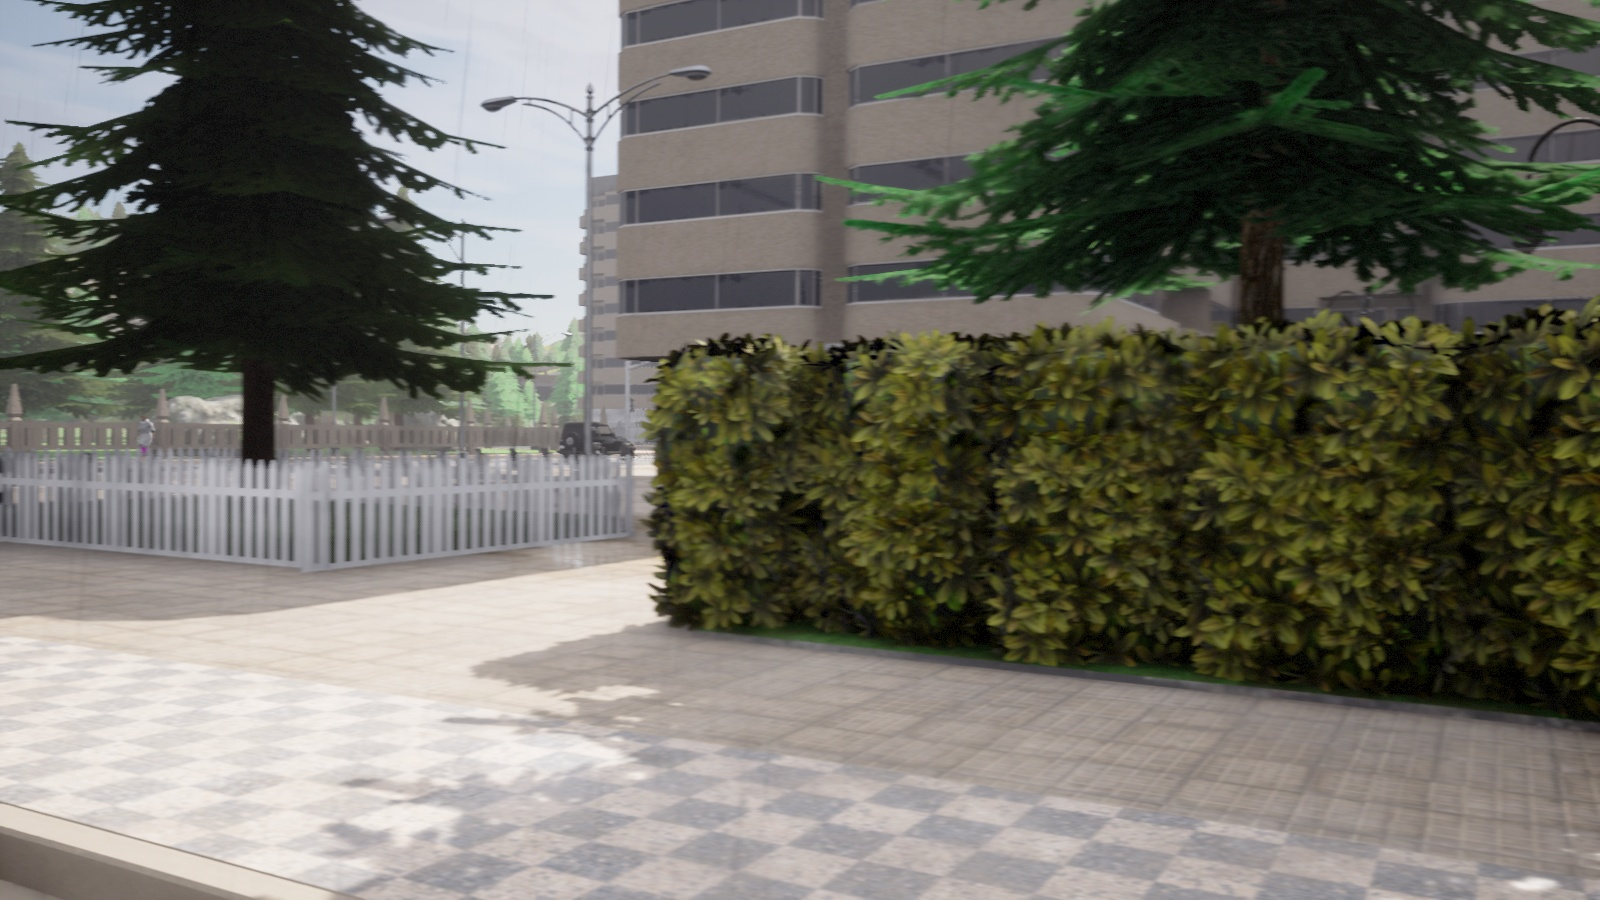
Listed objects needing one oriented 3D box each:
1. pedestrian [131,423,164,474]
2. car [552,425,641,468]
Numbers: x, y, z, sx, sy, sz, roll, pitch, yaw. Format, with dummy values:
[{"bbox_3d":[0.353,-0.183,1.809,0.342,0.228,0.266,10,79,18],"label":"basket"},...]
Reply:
[{"bbox_3d":[-25.181,-0.059,48.482,0.659,1.952,0.873,0,1,28],"label":"pedestrian"},{"bbox_3d":[-9.077,-0.182,56.246,1.905,1.878,3.866,0,1,29],"label":"car"}]
